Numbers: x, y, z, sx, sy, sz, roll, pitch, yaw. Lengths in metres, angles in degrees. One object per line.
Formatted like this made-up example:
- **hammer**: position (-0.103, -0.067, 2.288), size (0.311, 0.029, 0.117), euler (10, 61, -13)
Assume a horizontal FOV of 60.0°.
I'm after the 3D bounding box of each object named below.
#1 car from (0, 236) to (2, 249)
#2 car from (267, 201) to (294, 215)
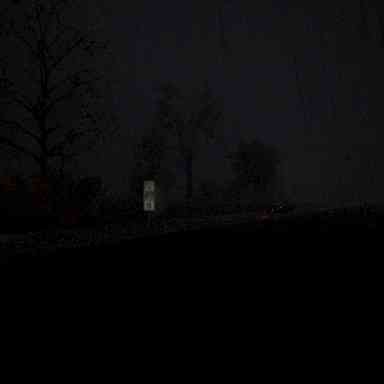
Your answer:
- **car**: position (-9.080, 1.383, 11.272), size (2.097, 1.767, 4.553), euler (0, -1, 36)
- **car**: position (10.113, 1.801, 37.958), size (1.812, 1.442, 4.674), euler (1, 0, 36)
